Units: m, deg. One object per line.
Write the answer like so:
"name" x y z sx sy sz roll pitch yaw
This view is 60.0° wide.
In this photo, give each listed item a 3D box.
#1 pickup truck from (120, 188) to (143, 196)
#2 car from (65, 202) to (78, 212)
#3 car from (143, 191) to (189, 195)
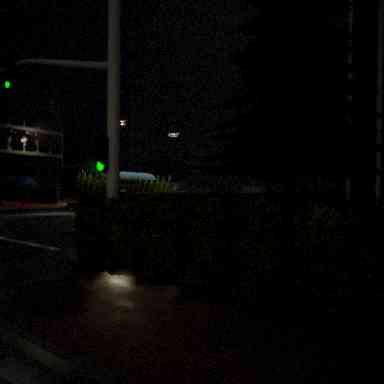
"pickup truck" -9.928 0.466 53.519 6.274 2.098 2.390 0 1 -24
"car" -9.505 1.207 31.528 1.895 1.301 4.718 1 1 35
"car" -2.268 0.880 35.711 2.150 2.045 5.566 1 1 35
